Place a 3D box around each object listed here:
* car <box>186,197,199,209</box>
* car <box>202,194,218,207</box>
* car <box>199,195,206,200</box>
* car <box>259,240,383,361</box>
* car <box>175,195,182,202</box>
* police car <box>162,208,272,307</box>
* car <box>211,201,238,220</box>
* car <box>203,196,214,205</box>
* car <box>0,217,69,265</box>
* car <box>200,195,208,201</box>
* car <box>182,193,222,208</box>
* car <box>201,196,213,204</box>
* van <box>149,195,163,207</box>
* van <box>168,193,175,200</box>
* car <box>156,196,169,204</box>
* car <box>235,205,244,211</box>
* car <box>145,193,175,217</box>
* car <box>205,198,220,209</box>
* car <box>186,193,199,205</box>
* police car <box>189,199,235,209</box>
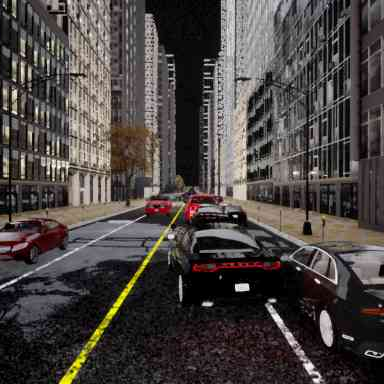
[{"bbox_3d":[0.108,1.506,45.778,1.812,1.442,4.674,0,0,1],"label":"car"},{"bbox_3d":[2.781,1.290,51.513,2.192,1.841,5.009,0,0,0],"label":"car"},{"bbox_3d":[2.857,1.489,91.402,1.947,1.339,4.313,0,0,0],"label":"car"},{"bbox_3d":[2.697,1.550,5.928,2.008,1.369,4.403,0,0,0],"label":"car"},{"bbox_3d":[-2.868,1.459,71.026,1.837,1.490,4.892,0,0,0],"label":"car"},{"bbox_3d":[0.472,1.424,8.227,1.930,1.638,5.238,0,0,-9],"label":"police car"},{"bbox_3d":[2.740,1.537,28.720,1.887,1.381,4.507,0,0,0],"label":"car"},{"bbox_3d":[2.793,1.495,57.381,1.752,1.417,4.829,0,0,0],"label":"car"},{"bbox_3d":[-5.673,1.580,11.647,1.802,1.307,4.206,0,0,0],"label":"car"},{"bbox_3d":[2.836,1.467,80.175,1.752,1.417,4.829,0,0,0],"label":"car"},{"bbox_3d":[0.606,1.216,24.207,2.150,2.045,5.566,0,0,-2],"label":"car"},{"bbox_3d":[2.803,1.509,62.909,1.887,1.381,4.507,0,0,0],"label":"car"},{"bbox_3d":[-5.600,1.317,51.534,1.690,1.788,3.998,0,0,0],"label":"van"},{"bbox_3d":[-5.525,1.264,91.421,1.690,1.788,3.998,0,0,0],"label":"van"},{"bbox_3d":[-5.577,1.515,62.927,2.008,1.369,4.403,0,0,0],"label":"car"},{"bbox_3d":[2.729,1.560,23.022,1.947,1.339,4.313,0,0,0],"label":"car"},{"bbox_3d":[-3.040,1.212,31.351,2.150,2.045,5.566,0,0,0],"label":"car"},{"bbox_3d":[2.772,1.525,45.814,1.887,1.381,4.507,0,0,0],"label":"car"},{"bbox_3d":[0.110,1.190,58.745,2.150,2.045,5.566,0,0,0],"label":"car"},{"bbox_3d":[0.934,1.421,18.327,1.930,1.638,5.238,0,0,0],"label":"police car"}]
